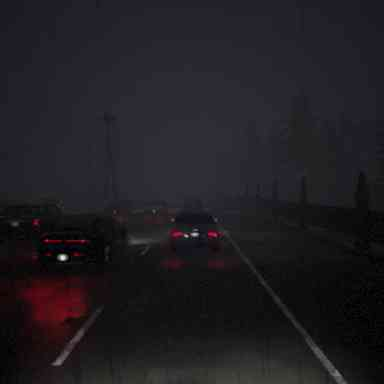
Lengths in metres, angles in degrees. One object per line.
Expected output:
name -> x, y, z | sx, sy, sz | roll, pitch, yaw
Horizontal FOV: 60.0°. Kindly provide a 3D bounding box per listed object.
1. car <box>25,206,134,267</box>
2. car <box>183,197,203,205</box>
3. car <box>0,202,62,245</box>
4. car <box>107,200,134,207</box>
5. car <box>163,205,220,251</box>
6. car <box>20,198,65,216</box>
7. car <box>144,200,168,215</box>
car -> -3.409, 1.452, 11.208 | 1.837, 1.490, 4.892 | 0, 1, 0
car -> 0.106, 1.307, 35.255 | 1.882, 1.535, 5.008 | 0, 0, 0
car -> -6.900, 1.278, 15.130 | 2.097, 1.767, 4.553 | 0, 0, 0
car -> -6.887, 1.446, 32.108 | 1.895, 1.301, 4.718 | 0, 0, 0
car -> 0.102, 1.480, 13.755 | 2.033, 1.411, 5.357 | 0, 0, 0
car -> -14.106, 1.338, 31.813 | 2.128, 1.511, 4.902 | 0, 0, 0
car -> -3.387, 1.446, 32.097 | 1.895, 1.301, 4.718 | 0, 0, 0
